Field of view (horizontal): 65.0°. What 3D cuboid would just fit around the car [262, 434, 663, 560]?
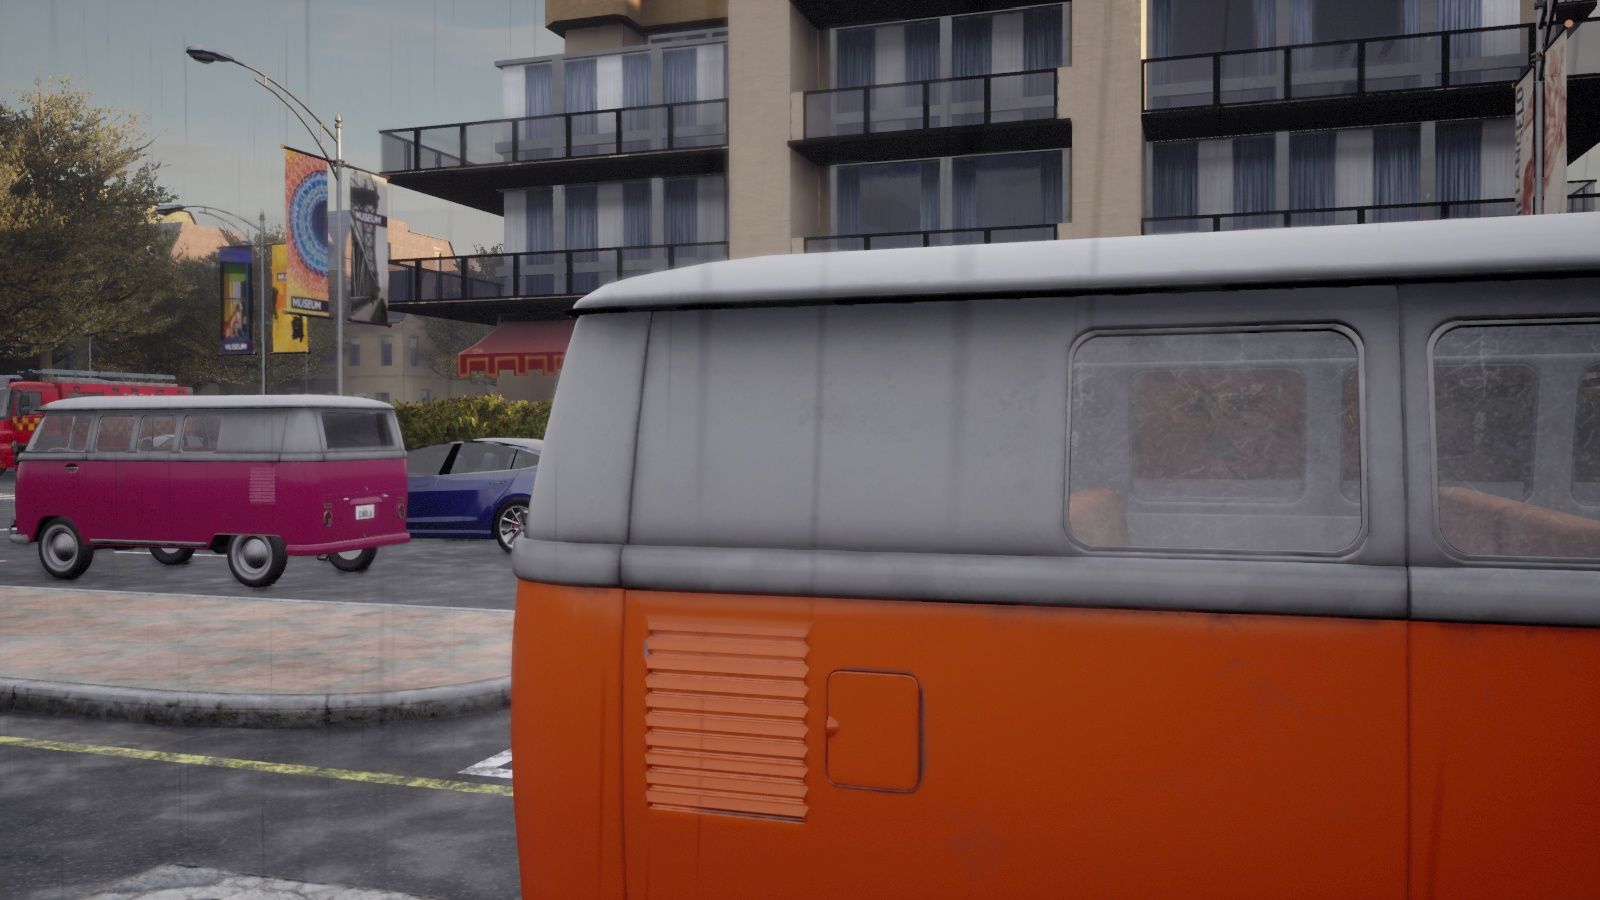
[{"bbox_3d":[-4.484,0.540,16.834,4.792,1.488,2.163,1,1,19],"label":"car"}]

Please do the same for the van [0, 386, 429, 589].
[{"bbox_3d":[-6.511,0.334,13.820,4.442,1.987,1.775,1,1,19],"label":"van"}]

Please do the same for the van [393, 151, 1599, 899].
[{"bbox_3d":[1.570,0.543,2.661,4.442,1.987,1.775,1,1,19],"label":"van"}]

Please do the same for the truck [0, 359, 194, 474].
[{"bbox_3d":[-26.770,-1.180,46.298,2.891,3.827,8.468,1,1,18],"label":"truck"}]
